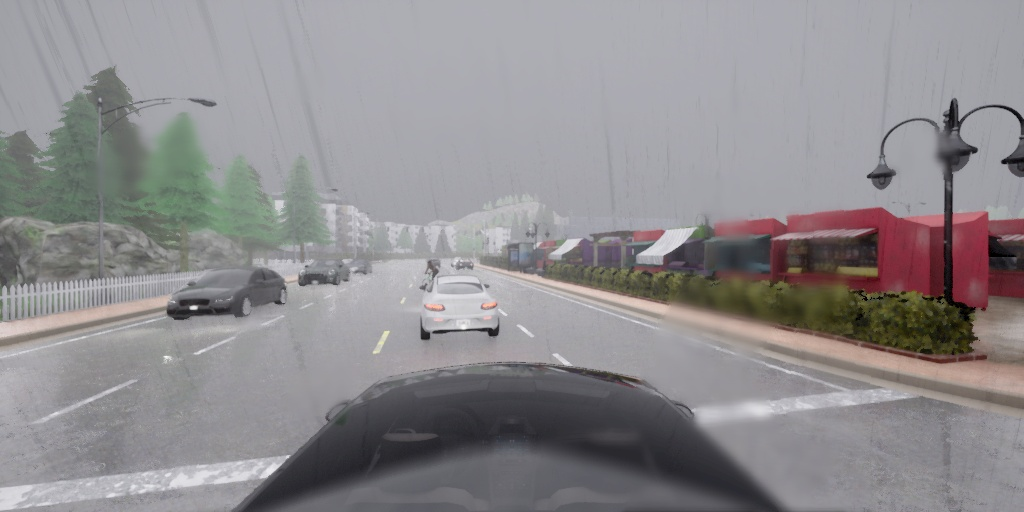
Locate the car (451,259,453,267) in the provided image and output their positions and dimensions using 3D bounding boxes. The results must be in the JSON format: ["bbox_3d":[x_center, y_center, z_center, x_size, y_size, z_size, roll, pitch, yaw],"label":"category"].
[{"bbox_3d":[-7.890,0.897,52.647,1.812,1.442,4.674,0,0,-13],"label":"car"}]

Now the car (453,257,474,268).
[{"bbox_3d":[-5.830,1.040,43.775,1.895,1.301,4.718,0,0,-13],"label":"car"}]

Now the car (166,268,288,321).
[{"bbox_3d":[-9.452,1.181,12.378,1.837,1.490,4.892,0,0,-13],"label":"car"}]

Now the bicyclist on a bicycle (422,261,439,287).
[{"bbox_3d":[-4.401,1.075,19.642,0.582,1.620,1.656,0,1,25],"label":"bicyclist on a bicycle"}]

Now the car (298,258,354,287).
[{"bbox_3d":[-11.946,0.946,23.022,2.097,1.767,4.553,0,1,-13],"label":"car"}]

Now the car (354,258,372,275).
[{"bbox_3d":[-14.478,0.999,33.900,2.128,1.511,4.902,0,1,-13],"label":"car"}]

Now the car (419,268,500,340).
[{"bbox_3d":[-1.521,1.223,9.807,1.812,1.442,4.674,0,0,-13],"label":"car"}]

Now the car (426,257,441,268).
[{"bbox_3d":[-11.096,0.889,50.810,1.837,1.490,4.892,0,0,-13],"label":"car"}]
